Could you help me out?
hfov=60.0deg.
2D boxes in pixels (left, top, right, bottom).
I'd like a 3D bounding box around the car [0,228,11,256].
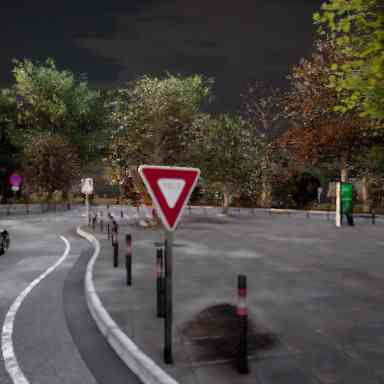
[{"bbox_3d":[-6.614,1.437,9.357,2.033,1.411,5.357,0,0,-18],"label":"car"}]
